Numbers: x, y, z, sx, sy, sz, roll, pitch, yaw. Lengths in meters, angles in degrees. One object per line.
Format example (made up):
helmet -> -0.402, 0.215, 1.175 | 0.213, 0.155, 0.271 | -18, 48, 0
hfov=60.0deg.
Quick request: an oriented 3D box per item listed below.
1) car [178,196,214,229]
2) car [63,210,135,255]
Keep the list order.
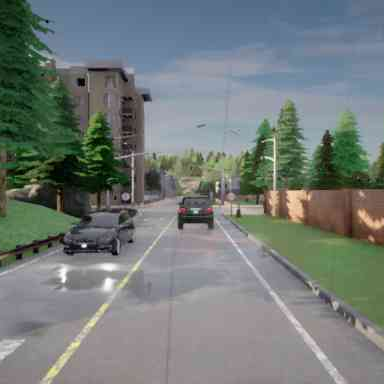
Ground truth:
car -> 0.240, 1.240, 21.727 | 2.150, 2.045, 5.566 | 0, 0, 0
car -> -3.506, 1.516, 13.311 | 1.837, 1.490, 4.892 | 0, 0, 1
